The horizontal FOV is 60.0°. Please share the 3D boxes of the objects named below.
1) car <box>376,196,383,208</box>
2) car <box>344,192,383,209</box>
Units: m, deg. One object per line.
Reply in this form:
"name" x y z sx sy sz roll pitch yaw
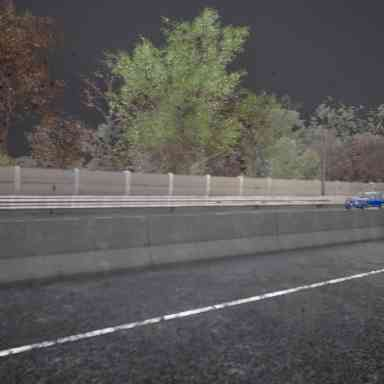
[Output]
"car" 21.248 1.429 33.941 4.674 1.442 1.812 1 1 -32
"car" 19.322 1.048 36.855 5.566 2.045 2.150 1 1 -32
